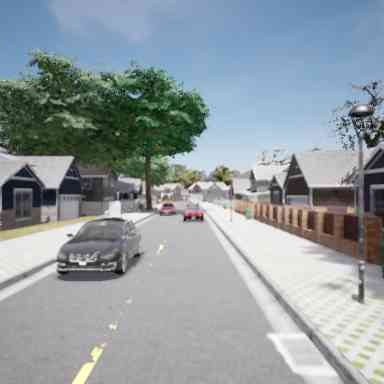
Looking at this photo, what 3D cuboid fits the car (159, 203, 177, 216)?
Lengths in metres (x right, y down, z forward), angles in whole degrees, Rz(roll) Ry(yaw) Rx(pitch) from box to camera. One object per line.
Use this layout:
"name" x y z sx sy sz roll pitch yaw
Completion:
"car" -2.819 2.040 39.563 1.812 1.442 4.674 0 -1 0

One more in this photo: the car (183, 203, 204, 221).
"car" 0.117 2.009 31.181 1.895 1.301 4.718 0 -1 0

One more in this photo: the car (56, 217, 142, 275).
"car" -2.842 1.656 11.081 1.837 1.490 4.892 0 -1 0
